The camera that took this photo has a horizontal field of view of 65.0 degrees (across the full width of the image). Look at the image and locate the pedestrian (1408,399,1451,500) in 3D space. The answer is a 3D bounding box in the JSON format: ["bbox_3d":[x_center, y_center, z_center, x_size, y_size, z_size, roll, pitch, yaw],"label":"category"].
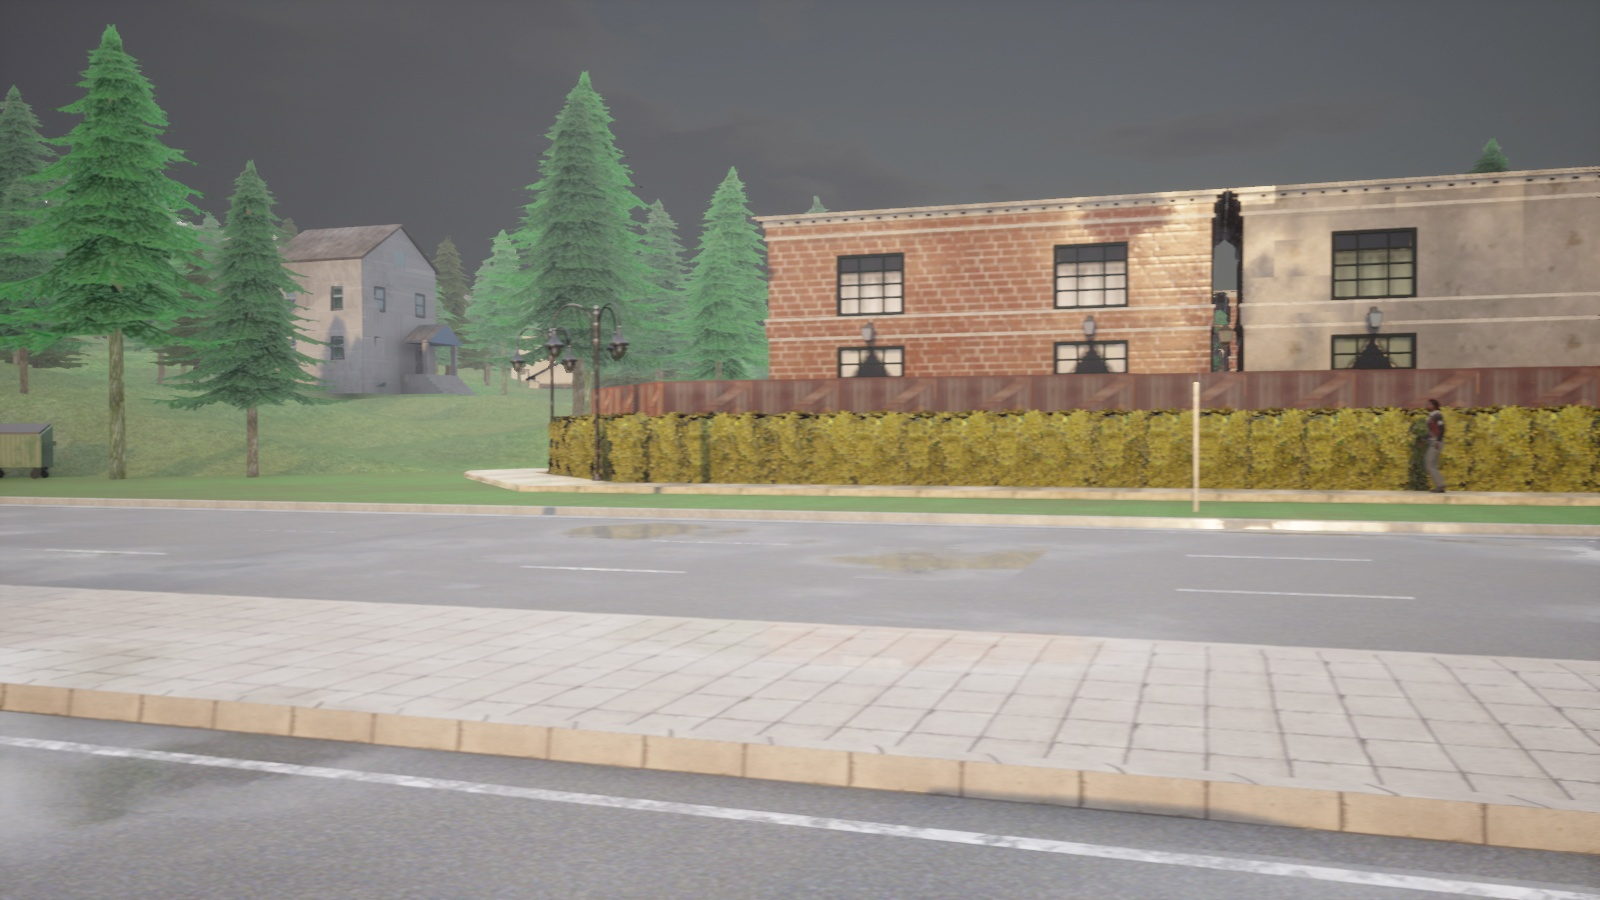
[{"bbox_3d":[12.150,-0.007,24.258,0.666,1.930,0.402,1,1,19],"label":"pedestrian"}]
